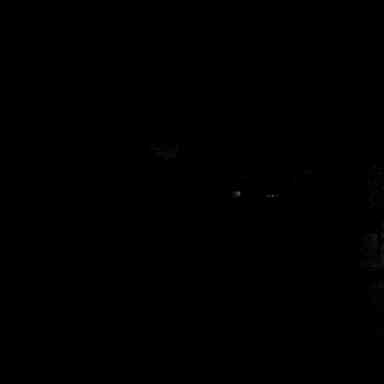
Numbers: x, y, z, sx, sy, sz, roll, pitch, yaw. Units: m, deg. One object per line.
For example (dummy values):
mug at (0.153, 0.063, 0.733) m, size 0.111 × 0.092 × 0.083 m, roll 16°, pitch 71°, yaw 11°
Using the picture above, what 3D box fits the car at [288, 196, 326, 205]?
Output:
car at (10.399, 1.400, 28.053) m, size 2.150 × 2.045 × 5.566 m, roll 2°, pitch -2°, yaw -35°
